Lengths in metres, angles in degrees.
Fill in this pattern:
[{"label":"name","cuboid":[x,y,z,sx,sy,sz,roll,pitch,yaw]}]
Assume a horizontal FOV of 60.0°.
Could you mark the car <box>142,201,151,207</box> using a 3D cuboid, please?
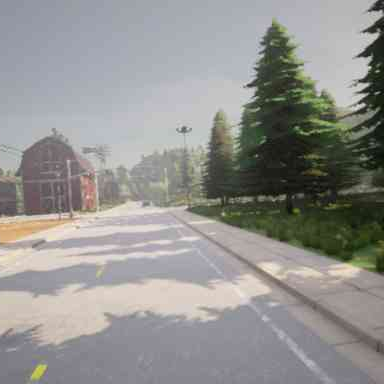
[{"label":"car","cuboid":[-10.767,2.773,78.441,1.812,1.442,4.674,-4,0,-8]}]
